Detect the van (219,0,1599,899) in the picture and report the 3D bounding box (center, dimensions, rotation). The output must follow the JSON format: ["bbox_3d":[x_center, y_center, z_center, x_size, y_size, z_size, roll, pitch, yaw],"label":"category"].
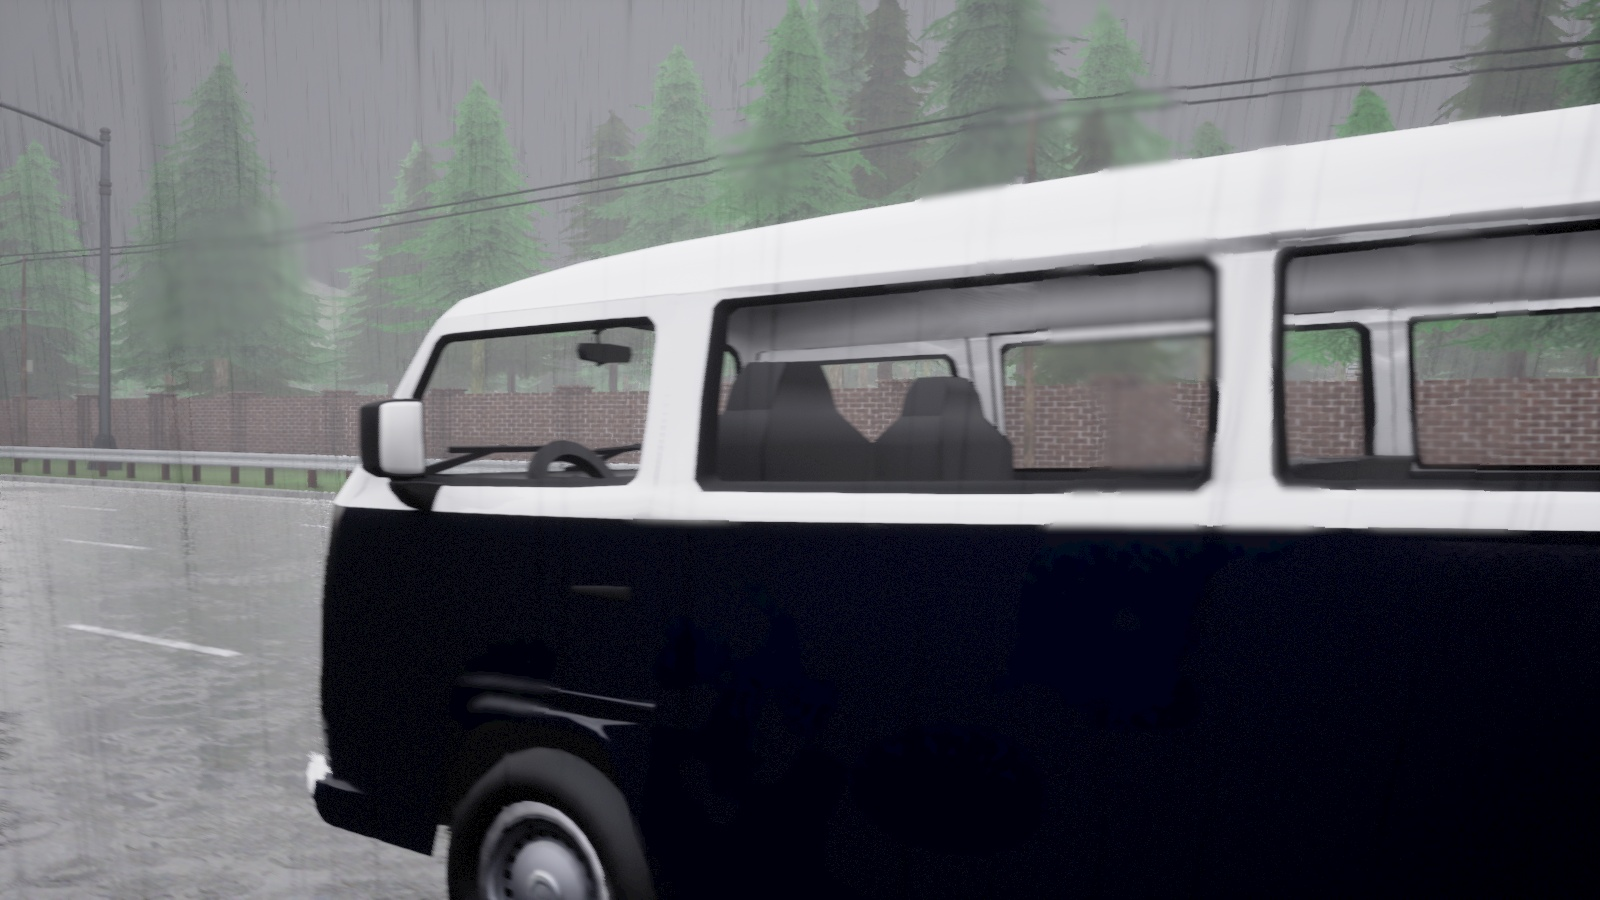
[{"bbox_3d":[0.896,0.394,3.023,4.480,2.038,2.069,-2,0,34],"label":"van"}]
